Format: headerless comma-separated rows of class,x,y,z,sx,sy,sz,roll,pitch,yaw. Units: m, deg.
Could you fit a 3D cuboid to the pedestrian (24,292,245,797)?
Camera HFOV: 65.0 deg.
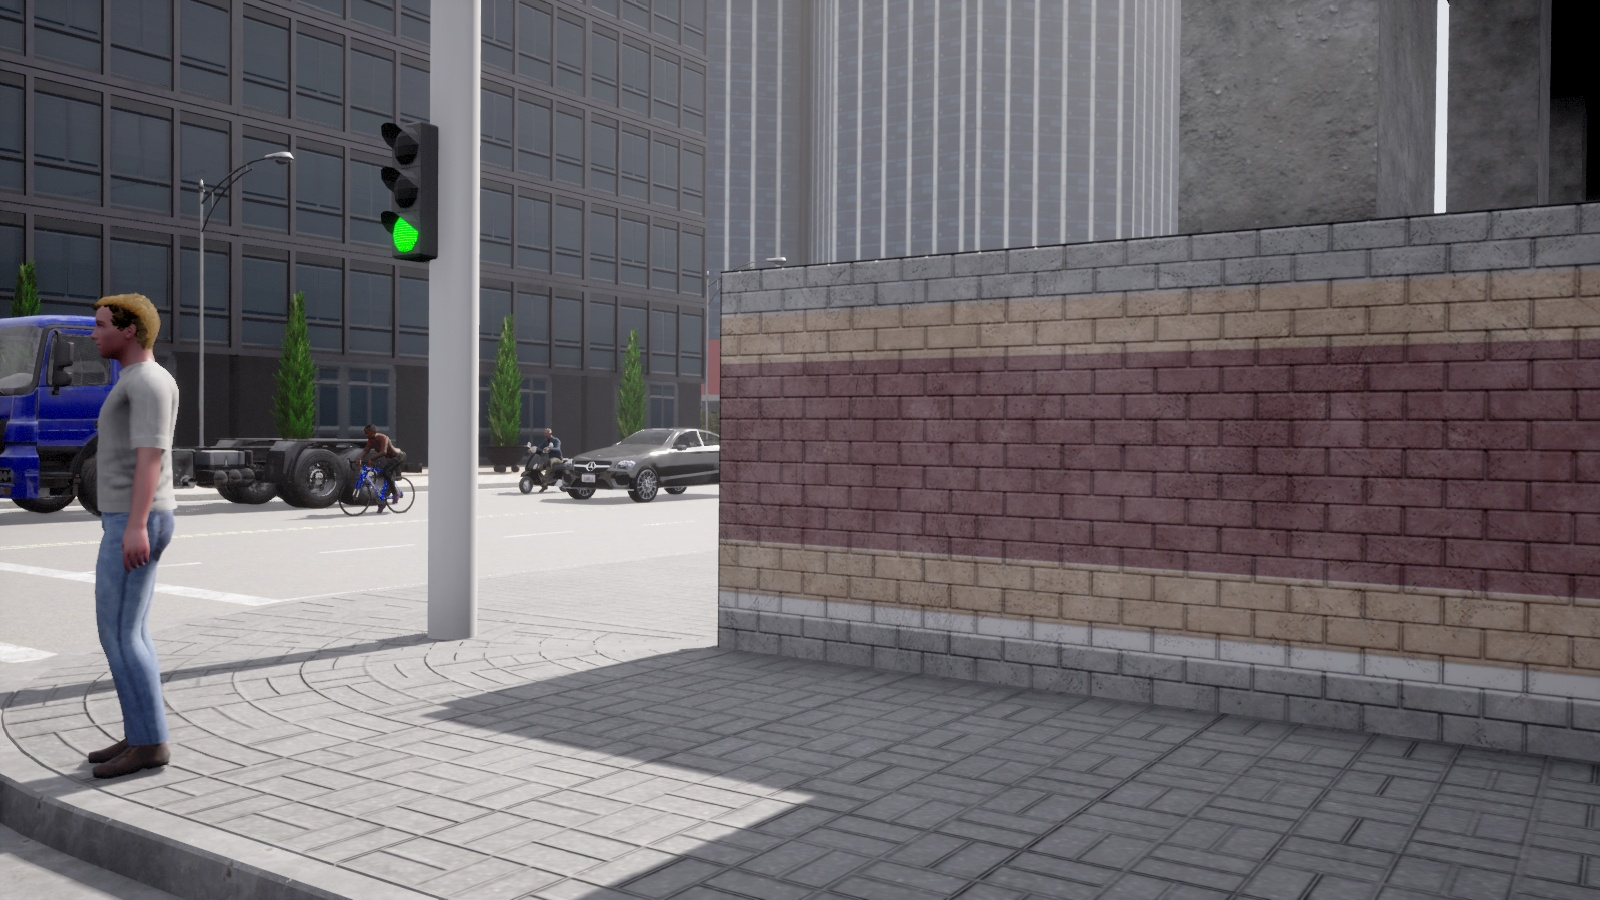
pedestrian,-2.548,0.338,4.860,0.706,1.836,0.354,-1,1,-23

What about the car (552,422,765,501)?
car,-3.141,0.197,29.035,2.152,1.651,5.027,0,1,34

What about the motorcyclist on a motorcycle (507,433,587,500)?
motorcyclist on a motorcycle,-6.189,0.376,30.776,0.866,1.590,1.817,0,1,34

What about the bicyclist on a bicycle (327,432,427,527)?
bicyclist on a bicycle,-7.542,0.501,22.464,0.582,1.620,1.656,0,1,34

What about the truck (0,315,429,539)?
truck,-11.092,-0.415,23.453,2.891,3.462,7.936,0,1,34
